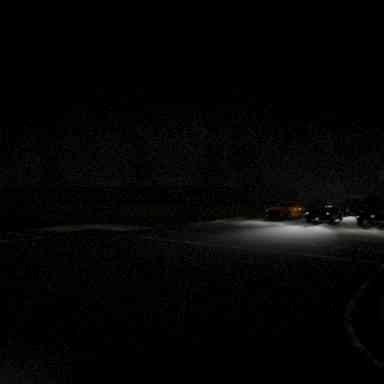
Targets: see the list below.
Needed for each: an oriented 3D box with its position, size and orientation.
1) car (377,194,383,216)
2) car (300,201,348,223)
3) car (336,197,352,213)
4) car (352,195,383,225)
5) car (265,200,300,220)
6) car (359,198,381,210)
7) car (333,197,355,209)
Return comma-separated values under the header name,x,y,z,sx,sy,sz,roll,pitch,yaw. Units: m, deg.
name,x,y,z,sx,sy,sz,roll,pitch,yaw
car,19.661,1.219,32.439,2.150,2.045,5.566,0,0,36
car,10.151,1.597,25.343,1.895,1.301,4.718,0,0,36
car,16.099,1.487,33.489,2.128,1.511,4.902,0,0,36
car,13.310,1.220,23.738,2.150,2.045,5.566,0,0,36
car,7.874,1.472,28.152,1.882,1.535,5.008,0,0,36
car,23.076,1.521,43.036,1.812,1.442,4.674,0,0,36
car,21.377,1.472,46.618,1.882,1.535,5.008,0,0,36
